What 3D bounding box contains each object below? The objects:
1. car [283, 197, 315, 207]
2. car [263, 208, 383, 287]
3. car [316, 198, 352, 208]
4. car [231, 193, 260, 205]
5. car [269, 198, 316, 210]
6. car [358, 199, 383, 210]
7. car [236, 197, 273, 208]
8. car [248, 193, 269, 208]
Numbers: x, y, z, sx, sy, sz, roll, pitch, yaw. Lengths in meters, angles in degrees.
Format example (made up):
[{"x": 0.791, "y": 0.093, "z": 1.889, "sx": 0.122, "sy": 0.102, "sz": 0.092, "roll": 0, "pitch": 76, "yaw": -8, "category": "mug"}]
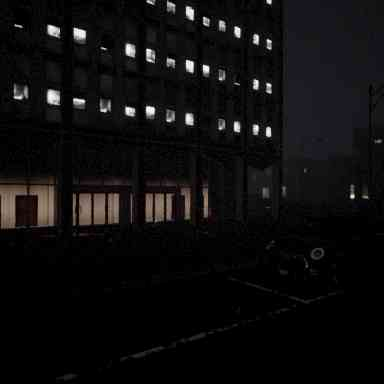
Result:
[{"x": 15.492, "y": 1.481, "z": 48.507, "sx": 1.802, "sy": 1.307, "sz": 4.206, "roll": 1, "pitch": 0, "yaw": -35, "category": "car"}, {"x": 3.863, "y": 1.441, "z": 9.316, "sx": 4.097, "sy": 1.590, "sz": 1.967, "roll": 0, "pitch": 0, "yaw": -36, "category": "car"}, {"x": 18.544, "y": 1.447, "z": 44.091, "sx": 1.752, "sy": 1.417, "sz": 4.829, "roll": 1, "pitch": 0, "yaw": -35, "category": "car"}, {"x": 9.197, "y": 1.168, "z": 57.616, "sx": 2.192, "sy": 1.841, "sz": 5.009, "roll": 1, "pitch": 0, "yaw": -35, "category": "car"}, {"x": 11.746, "y": 1.427, "z": 39.188, "sx": 2.008, "sy": 1.369, "sz": 4.403, "roll": 1, "pitch": 0, "yaw": -35, "category": "car"}, {"x": 19.047, "y": 1.456, "z": 33.128, "sx": 1.812, "sy": 1.442, "sz": 4.674, "roll": 0, "pitch": 0, "yaw": -33, "category": "car"}, {"x": 8.889, "y": 1.401, "z": 47.874, "sx": 2.033, "sy": 1.411, "sz": 5.357, "roll": 0, "pitch": 0, "yaw": -35, "category": "car"}, {"x": 8.600, "y": 1.168, "z": 43.743, "sx": 2.192, "sy": 1.841, "sz": 5.009, "roll": 1, "pitch": 0, "yaw": -35, "category": "car"}]
